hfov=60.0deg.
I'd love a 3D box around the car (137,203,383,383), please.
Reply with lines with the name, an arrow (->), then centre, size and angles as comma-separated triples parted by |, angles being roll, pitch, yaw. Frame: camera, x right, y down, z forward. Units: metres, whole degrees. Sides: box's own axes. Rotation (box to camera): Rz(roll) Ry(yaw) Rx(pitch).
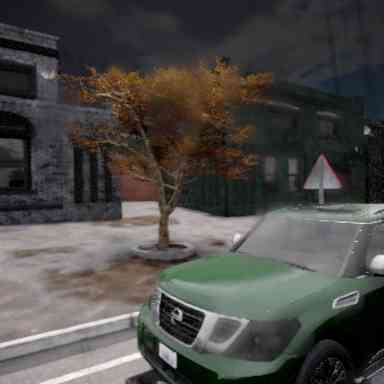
car -> 2.014, 1.220, 4.814 | 5.566, 2.045, 2.150 | 0, 0, -35
